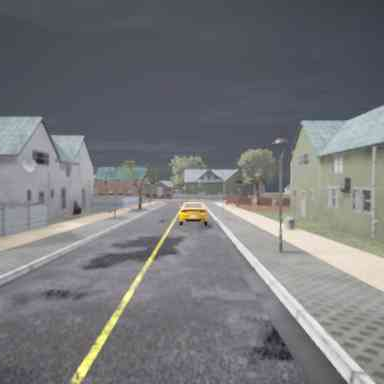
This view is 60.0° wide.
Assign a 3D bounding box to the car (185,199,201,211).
[{"bbox_3d":[0.090,1.573,41.786,1.895,1.301,4.718,0,0,0],"label":"car"}]

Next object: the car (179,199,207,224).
[{"bbox_3d":[0.095,1.462,24.308,1.882,1.535,5.008,0,0,0],"label":"car"}]
